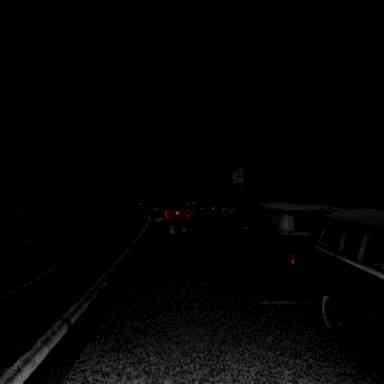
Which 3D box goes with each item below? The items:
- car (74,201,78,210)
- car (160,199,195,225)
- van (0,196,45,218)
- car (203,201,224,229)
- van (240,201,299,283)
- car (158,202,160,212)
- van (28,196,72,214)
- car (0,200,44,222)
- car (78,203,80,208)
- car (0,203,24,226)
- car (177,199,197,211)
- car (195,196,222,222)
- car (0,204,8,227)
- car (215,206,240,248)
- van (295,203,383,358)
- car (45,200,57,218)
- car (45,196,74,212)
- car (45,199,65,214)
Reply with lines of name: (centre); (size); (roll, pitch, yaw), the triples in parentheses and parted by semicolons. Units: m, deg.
car: (-17.258, 1.621, 41.994); (4.553, 1.767, 2.185); (0, 0, -9)
car: (-1.222, 1.501, 25.393); (2.097, 1.767, 4.553); (0, 0, -5)
van: (-15.442, 1.473, 28.562); (4.442, 1.987, 1.878); (0, 0, -7)
car: (2.165, 1.590, 20.670); (2.097, 1.535, 5.008); (0, 0, -4)
van: (2.813, 1.284, 9.738); (1.878, 1.987, 4.442); (0, 0, -2)
car: (-3.338, 1.710, 42.842); (1.882, 1.535, 5.008); (0, 0, -8)
van: (-16.702, 1.514, 39.290); (4.442, 1.987, 1.878); (0, 0, -9)
car: (-14.830, 1.678, 25.880); (5.366, 1.575, 1.946); (0, 0, -6)
car: (-17.630, 1.752, 44.724); (4.892, 1.521, 2.231); (0, 0, -9)
car: (-14.735, 1.705, 23.145); (4.674, 1.452, 2.002); (0, 0, -5)
car: (-0.712, 1.718, 44.713); (2.128, 1.511, 4.902); (0, 0, -8)
car: (1.360, 1.378, 28.163); (2.150, 2.045, 5.566); (0, 0, -6)
car: (-14.449, 1.674, 20.429); (4.792, 1.488, 2.163); (0, 0, -5)
car: (2.551, 1.580, 15.191); (2.163, 1.488, 4.792); (0, 0, -3)
van: (2.980, 1.257, 4.202); (1.878, 1.987, 4.442); (0, 0, 0)
car: (-15.657, 1.753, 31.268); (4.674, 1.452, 2.002); (0, 0, -7)
car: (-16.432, 1.483, 36.555); (5.566, 2.045, 2.435); (0, 0, -8)
car: (-15.979, 1.754, 33.864); (4.792, 1.488, 2.163); (0, 0, -8)
